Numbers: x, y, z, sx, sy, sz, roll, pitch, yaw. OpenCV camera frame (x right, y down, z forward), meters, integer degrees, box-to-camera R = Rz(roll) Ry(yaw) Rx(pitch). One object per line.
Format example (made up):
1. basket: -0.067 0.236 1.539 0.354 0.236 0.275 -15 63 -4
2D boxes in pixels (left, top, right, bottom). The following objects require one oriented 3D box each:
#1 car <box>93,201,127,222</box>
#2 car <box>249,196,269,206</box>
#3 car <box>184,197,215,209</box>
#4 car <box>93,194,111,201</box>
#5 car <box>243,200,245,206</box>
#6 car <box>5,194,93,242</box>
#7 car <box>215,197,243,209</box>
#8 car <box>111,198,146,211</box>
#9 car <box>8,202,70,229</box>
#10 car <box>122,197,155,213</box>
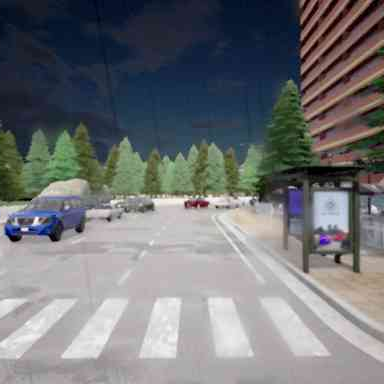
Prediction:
1. car: -6.943 1.618 26.646 1.895 1.301 4.718 0 0 2
2. car: 10.980 1.426 52.340 4.902 1.511 2.128 0 0 -43
3. car: 0.741 1.462 44.399 1.882 1.535 5.008 0 0 30
4. car: -9.878 1.256 33.193 2.150 2.045 5.566 0 0 8
5. car: 6.547 1.483 52.796 1.812 1.442 4.674 0 0 44
6. car: -7.095 1.236 16.882 2.150 2.045 5.566 0 0 0
7. car: 4.685 1.565 44.346 1.895 1.301 4.718 0 0 30
8. car: -7.867 1.519 41.790 2.128 1.511 4.902 0 0 19
9. car: -10.478 1.512 23.284 1.882 1.535 5.008 0 0 1
10. car: -5.672 1.366 36.702 2.097 1.767 4.553 0 0 13
